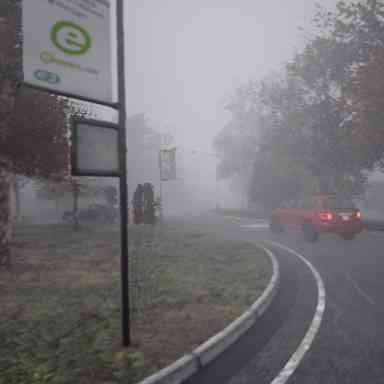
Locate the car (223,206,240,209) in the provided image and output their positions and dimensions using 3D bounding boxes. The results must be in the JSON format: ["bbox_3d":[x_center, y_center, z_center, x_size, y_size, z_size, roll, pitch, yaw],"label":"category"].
[{"bbox_3d":[9.511,4.088,79.645,2.128,1.511,4.902,-1,-5,16],"label":"car"}]

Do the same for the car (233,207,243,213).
[{"bbox_3d":[12.316,4.818,89.285,1.895,1.301,4.718,-1,-5,17],"label":"car"}]

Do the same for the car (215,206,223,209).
[{"bbox_3d":[6.974,4.272,83.488,1.882,1.535,5.008,-1,-5,16],"label":"car"}]

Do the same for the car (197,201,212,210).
[{"bbox_3d":[2.621,2.850,68.396,2.150,2.045,5.566,-1,-5,16],"label":"car"}]

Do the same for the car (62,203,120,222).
[{"bbox_3d":[-8.658,1.736,28.646,5.008,1.535,1.882,-1,0,10],"label":"car"}]

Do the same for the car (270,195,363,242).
[{"bbox_3d":[5.892,1.180,16.553,2.150,2.045,5.566,-1,0,-12],"label":"car"}]
